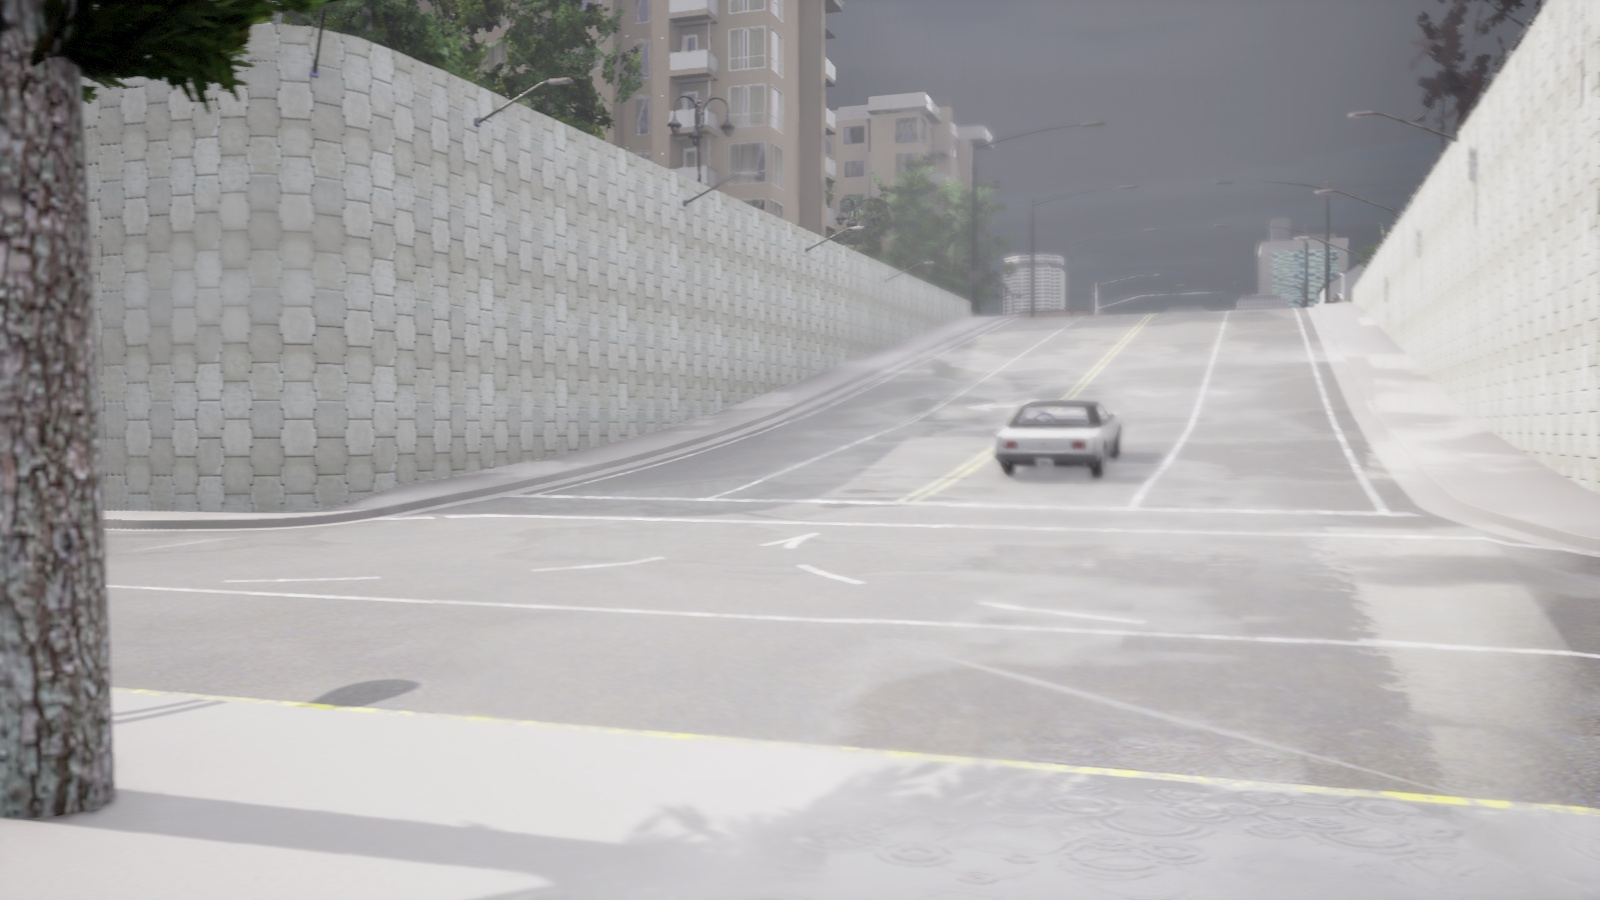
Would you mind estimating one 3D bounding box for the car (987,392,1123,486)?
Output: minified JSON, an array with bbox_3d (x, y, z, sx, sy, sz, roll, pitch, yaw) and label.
[{"bbox_3d":[5.084,-0.301,24.538,1.895,1.301,4.718,1,7,20],"label":"car"}]
